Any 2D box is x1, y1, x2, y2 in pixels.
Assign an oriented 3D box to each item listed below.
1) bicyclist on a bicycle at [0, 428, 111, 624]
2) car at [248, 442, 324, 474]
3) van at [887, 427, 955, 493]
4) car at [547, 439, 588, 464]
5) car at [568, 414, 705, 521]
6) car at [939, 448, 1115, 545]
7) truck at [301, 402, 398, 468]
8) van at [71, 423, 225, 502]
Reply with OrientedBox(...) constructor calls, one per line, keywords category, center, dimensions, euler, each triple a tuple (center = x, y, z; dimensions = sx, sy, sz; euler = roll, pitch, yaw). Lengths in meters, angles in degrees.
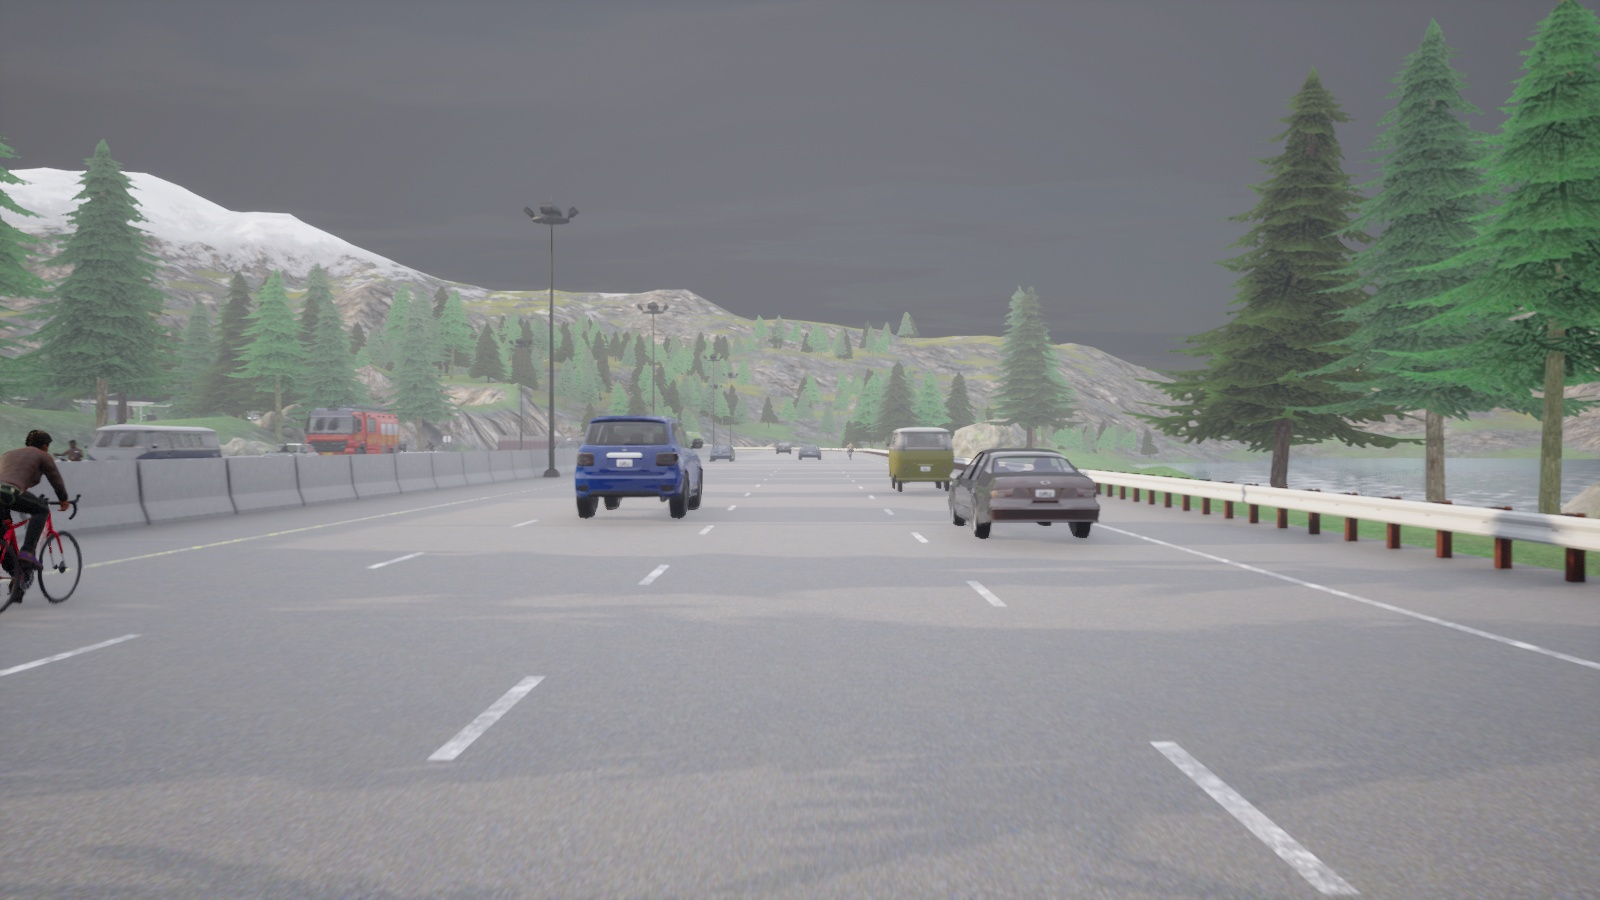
OrientedBox(category="bicyclist on a bicycle", center=(-6.919, 0.630, 11.236), dimensions=(0.582, 1.620, 1.656), euler=(0, 0, 0))
OrientedBox(category="car", center=(-24.077, 0.360, 58.939), dimensions=(1.970, 1.475, 3.806), euler=(0, 0, 0))
OrientedBox(category="van", center=(3.758, 0.280, 39.654), dimensions=(1.775, 1.987, 4.442), euler=(0, 1, 0))
OrientedBox(category="car", center=(-16.800, 0.079, 90.786), dimensions=(2.097, 1.767, 4.553), euler=(0, 0, 0))
OrientedBox(category="car", center=(-3.327, 0.312, 26.727), dimensions=(2.150, 2.045, 5.566), euler=(0, 0, 0))
OrientedBox(category="car", center=(3.640, 0.677, 21.172), dimensions=(2.033, 1.411, 5.357), euler=(0, 0, 0))
OrientedBox(category="truck", center=(-27.418, -0.874, 76.904), dimensions=(2.891, 3.827, 8.468), euler=(0, 0, 0))
OrientedBox(category="van", center=(-17.286, 0.296, 33.570), dimensions=(1.775, 1.987, 4.442), euler=(0, 0, 0))
